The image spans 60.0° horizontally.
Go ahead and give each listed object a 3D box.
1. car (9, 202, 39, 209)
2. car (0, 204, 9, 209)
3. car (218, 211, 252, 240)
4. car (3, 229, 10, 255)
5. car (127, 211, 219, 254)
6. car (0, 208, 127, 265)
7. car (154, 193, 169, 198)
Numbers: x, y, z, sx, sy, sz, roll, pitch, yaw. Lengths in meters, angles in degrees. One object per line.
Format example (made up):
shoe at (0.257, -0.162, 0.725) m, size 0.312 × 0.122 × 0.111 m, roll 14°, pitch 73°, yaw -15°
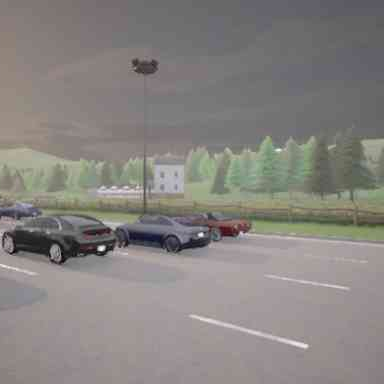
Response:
car at (-13.979, 1.499, 26.854) m, size 4.674 × 1.442 × 1.812 m, roll 0°, pitch 0°, yaw 36°
car at (-15.254, 1.479, 23.464) m, size 4.892 × 1.490 × 1.837 m, roll 0°, pitch 0°, yaw 36°
car at (0.455, 1.592, 16.560) m, size 4.718 × 1.301 × 1.895 m, roll 0°, pitch 0°, yaw 36°
car at (-7.058, 1.553, 9.022) m, size 4.181 × 1.385 × 1.994 m, roll 0°, pitch 0°, yaw 36°
car at (-1.301, 1.556, 13.511) m, size 4.181 × 1.385 × 1.994 m, roll 0°, pitch 0°, yaw 36°
car at (-4.769, 1.494, 11.688) m, size 4.892 × 1.490 × 1.837 m, roll 0°, pitch 0°, yaw 36°
car at (-8.070, 1.156, 89.007) m, size 4.605 × 1.855 × 1.932 m, roll 0°, pitch 0°, yaw 35°
